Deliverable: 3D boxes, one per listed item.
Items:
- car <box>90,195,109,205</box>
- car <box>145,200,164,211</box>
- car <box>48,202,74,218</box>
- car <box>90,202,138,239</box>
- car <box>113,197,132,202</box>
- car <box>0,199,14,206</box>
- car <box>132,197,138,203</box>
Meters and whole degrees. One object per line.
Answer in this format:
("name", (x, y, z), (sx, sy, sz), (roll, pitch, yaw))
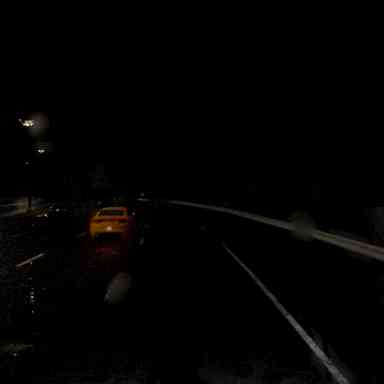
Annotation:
("car", (-11.878, 1.409, 42.691), (2.150, 2.045, 5.566), (0, 0, -16))
("car", (-4.830, 1.650, 42.362), (1.994, 1.385, 4.181), (-1, 0, -15))
("car", (-13.114, 1.748, 33.451), (2.033, 1.411, 5.357), (-1, 0, -14))
("car", (-4.120, 1.544, 17.840), (1.882, 1.535, 5.008), (0, 0, -6))
("car", (-11.281, 1.535, 52.768), (2.097, 1.767, 4.553), (-1, 0, -18))
("car", (-30.623, 1.934, 54.737), (1.882, 1.535, 5.008), (-1, 0, -20))
("car", (-11.906, 1.675, 64.978), (1.882, 1.535, 5.008), (0, 0, -22))
